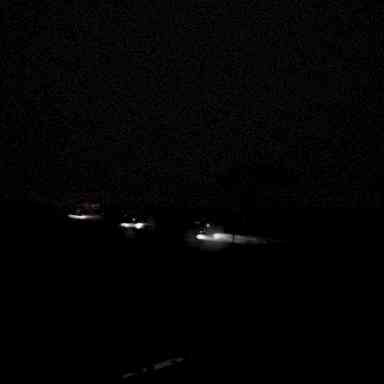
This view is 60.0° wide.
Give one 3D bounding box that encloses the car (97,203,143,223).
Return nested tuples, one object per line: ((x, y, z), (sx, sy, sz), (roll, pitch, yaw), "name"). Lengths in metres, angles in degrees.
((-6.404, 1.966, 30.003), (2.033, 1.411, 5.357), (2, -2, -36), "car")

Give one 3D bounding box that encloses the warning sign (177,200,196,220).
((-0.490, 1.678, 30.928), (1.300, 1.860, 1.060), (3, -2, -36), "warning sign")

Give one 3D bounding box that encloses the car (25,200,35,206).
((-40.664, 2.686, 83.292), (2.097, 1.767, 4.553), (2, -2, -36), "car")

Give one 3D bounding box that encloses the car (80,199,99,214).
((-14.579, 1.945, 46.080), (2.150, 2.045, 5.566), (2, -2, -35), "car")

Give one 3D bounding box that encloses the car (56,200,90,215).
((-15.000, 2.082, 41.793), (2.128, 1.511, 4.902), (2, -2, -36), "car")

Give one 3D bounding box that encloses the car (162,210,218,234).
((-0.201, 1.861, 21.514), (1.994, 1.385, 4.181), (2, -2, -36), "car")
